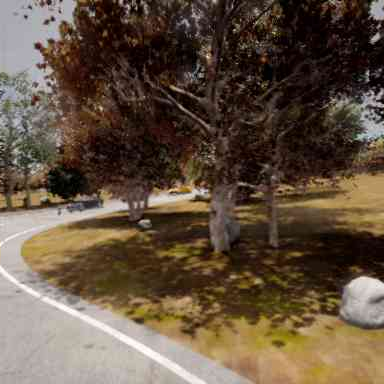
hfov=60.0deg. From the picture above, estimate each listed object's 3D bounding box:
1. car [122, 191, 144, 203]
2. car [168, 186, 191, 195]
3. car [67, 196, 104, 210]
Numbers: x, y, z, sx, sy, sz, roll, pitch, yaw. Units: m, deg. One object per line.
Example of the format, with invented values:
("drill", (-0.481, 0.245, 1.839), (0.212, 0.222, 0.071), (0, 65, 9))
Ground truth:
("car", (-7.935, 0.624, 46.992), (1.812, 1.442, 4.674), (-1, 4, 29))
("car", (-2.107, -0.323, 56.693), (1.882, 1.535, 5.008), (-1, 4, 33))
("car", (-12.237, 1.224, 38.388), (2.128, 1.511, 4.902), (-1, 3, 25))
